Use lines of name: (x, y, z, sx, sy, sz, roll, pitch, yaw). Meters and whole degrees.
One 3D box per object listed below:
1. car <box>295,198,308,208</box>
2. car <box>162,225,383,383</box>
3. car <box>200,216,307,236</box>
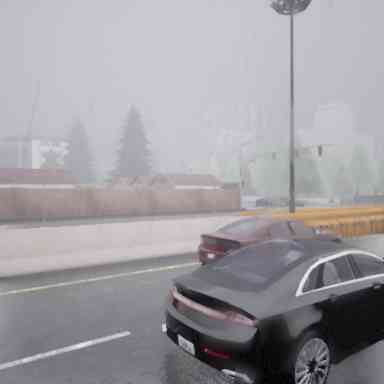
car: (13.788, 1.408, 46.554, 1.837, 1.490, 4.892, 0, 0, -36)
car: (1.905, 1.479, 5.100, 4.902, 1.511, 2.128, 0, 0, -36)
car: (2.495, 1.458, 9.812, 5.008, 1.535, 1.882, 0, 0, -35)
